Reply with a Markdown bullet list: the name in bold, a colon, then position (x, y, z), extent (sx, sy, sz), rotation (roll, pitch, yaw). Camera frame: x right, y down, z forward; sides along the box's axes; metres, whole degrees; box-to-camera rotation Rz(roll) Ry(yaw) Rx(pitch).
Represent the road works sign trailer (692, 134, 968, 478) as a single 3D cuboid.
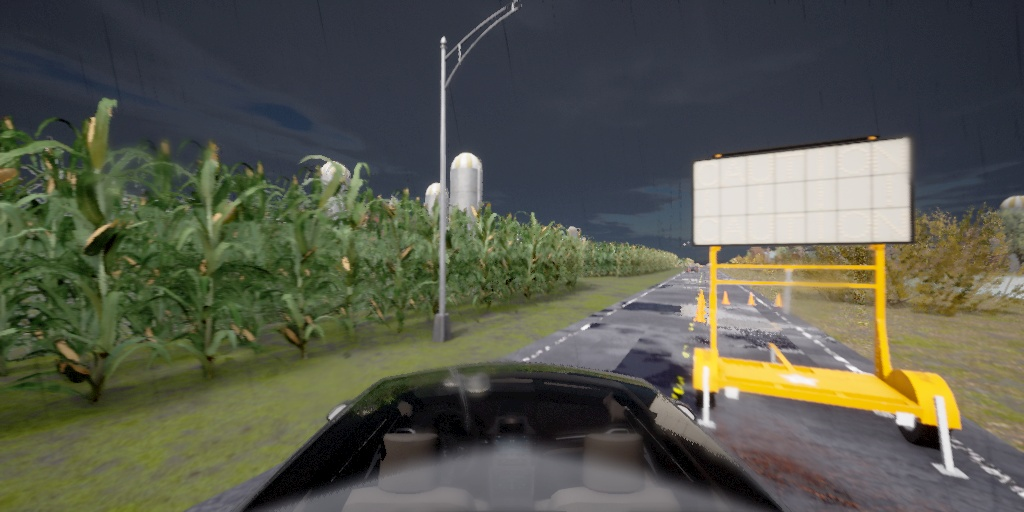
- **road works sign trailer**: position (3.868, 0.261, 5.040), extent (2.380, 3.560, 2.880), rotation (0, 0, 28)
